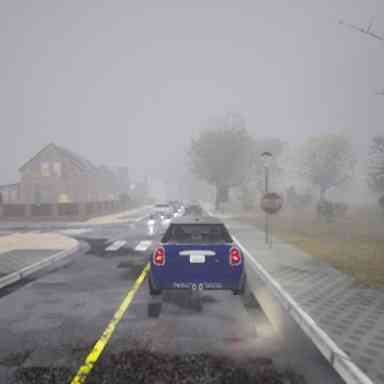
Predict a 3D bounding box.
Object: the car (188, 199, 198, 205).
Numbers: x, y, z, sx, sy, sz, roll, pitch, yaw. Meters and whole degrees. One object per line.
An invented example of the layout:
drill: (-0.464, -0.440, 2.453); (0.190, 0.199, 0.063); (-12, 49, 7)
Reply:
car: (0.208, 2.195, 74.310); (2.033, 1.411, 5.357); (0, -1, 0)

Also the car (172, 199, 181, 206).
car: (-2.742, 1.835, 41.905); (1.837, 1.490, 4.892); (0, 0, 1)

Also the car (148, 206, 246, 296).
car: (0.114, 1.414, 8.969); (2.097, 1.767, 4.553); (0, -1, 0)

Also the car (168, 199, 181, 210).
car: (-2.715, 1.926, 51.758); (1.837, 1.490, 4.892); (0, 0, 0)

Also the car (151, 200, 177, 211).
car: (-2.836, 1.770, 32.109); (1.812, 1.442, 4.674); (0, 0, 2)

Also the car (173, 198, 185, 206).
car: (-2.581, 2.071, 67.032); (2.128, 1.511, 4.902); (0, -1, 1)

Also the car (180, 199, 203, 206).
car: (0.139, 1.758, 34.692); (2.128, 1.511, 4.902); (0, 0, 1)
